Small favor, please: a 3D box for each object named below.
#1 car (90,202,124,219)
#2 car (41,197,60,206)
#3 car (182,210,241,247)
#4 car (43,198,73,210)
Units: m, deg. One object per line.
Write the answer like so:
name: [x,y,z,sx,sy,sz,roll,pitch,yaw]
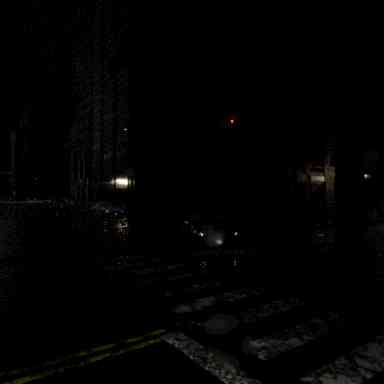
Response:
car: [-7.900,1.642,30.550,1.812,1.442,4.674,1,-1,-35]
car: [-26.556,1.803,62.379,2.128,1.511,4.902,1,-1,-36]
car: [0.682,1.568,15.553,2.033,1.411,5.357,0,0,-9]
car: [-18.380,1.691,45.367,2.128,1.511,4.902,1,-1,-35]
